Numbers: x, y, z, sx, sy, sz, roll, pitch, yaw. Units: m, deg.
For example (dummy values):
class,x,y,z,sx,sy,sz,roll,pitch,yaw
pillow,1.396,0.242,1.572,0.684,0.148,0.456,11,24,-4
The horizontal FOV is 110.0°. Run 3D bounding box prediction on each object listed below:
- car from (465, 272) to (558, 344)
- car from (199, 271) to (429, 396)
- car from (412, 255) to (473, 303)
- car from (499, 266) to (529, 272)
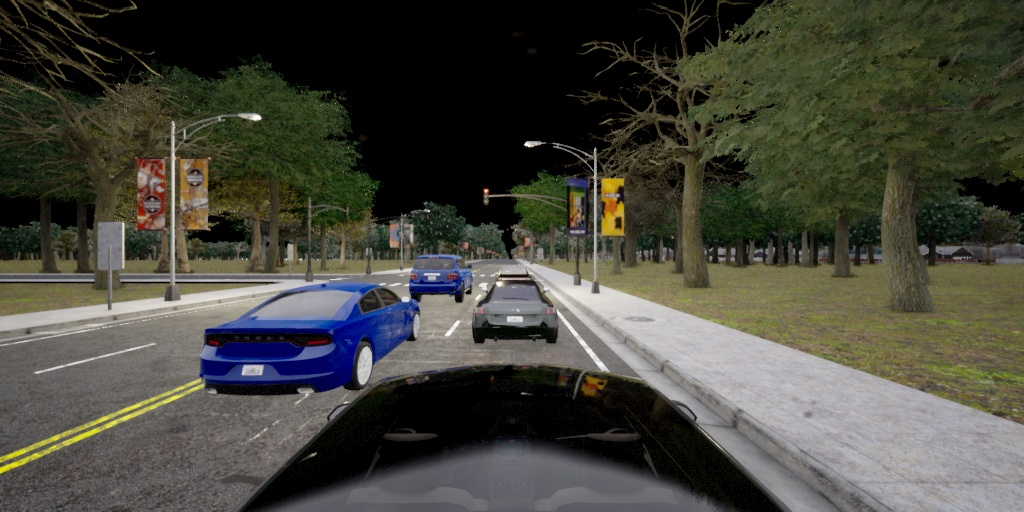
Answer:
class,x,y,z,sx,sy,sz,roll,pitch,yaw
car,0.094,1.314,9.631,1.994,1.385,4.181,0,0,1
car,-3.149,1.227,6.805,1.882,1.535,5.008,0,0,0
car,-3.151,0.972,16.791,2.150,2.045,5.566,0,0,0
car,0.099,1.242,18.533,2.128,1.511,4.902,0,0,0
